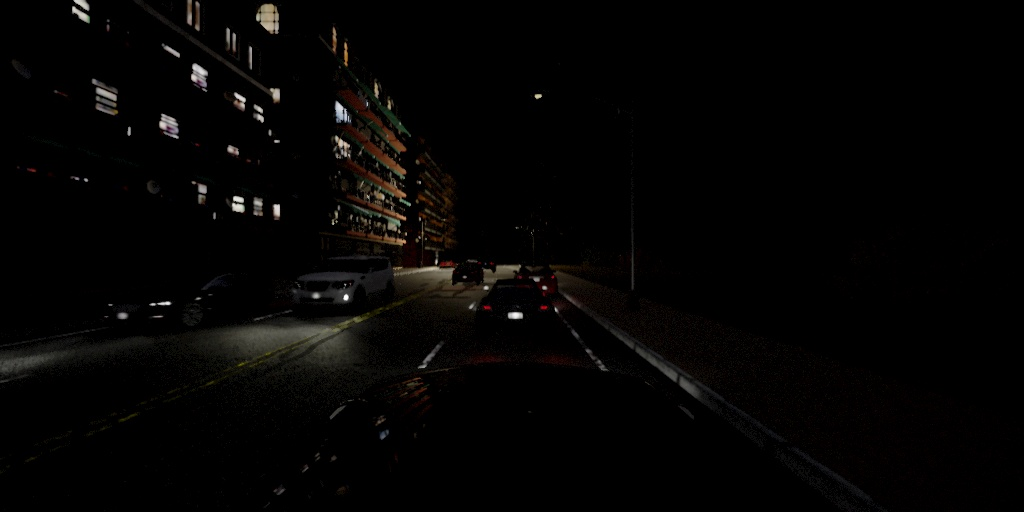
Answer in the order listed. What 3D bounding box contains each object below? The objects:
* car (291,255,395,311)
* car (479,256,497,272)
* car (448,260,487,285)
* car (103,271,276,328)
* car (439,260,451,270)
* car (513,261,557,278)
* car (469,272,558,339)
[{"bbox_3d":[-6.600,0.991,14.840,2.150,2.045,5.566,0,0,0],"label":"car"},{"bbox_3d":[-3.150,1.032,45.395,2.150,2.045,5.566,0,0,0],"label":"car"},{"bbox_3d":[-3.149,1.263,26.373,1.882,1.535,5.008,0,0,0],"label":"car"},{"bbox_3d":[-9.850,1.256,11.522,2.128,1.511,4.902,0,0,0],"label":"car"},{"bbox_3d":[-9.841,1.347,54.669,1.812,1.442,4.674,0,0,0],"label":"car"},{"bbox_3d":[1.138,1.126,18.765,2.097,1.767,4.553,0,0,0],"label":"car"},{"bbox_3d":[0.096,1.327,10.164,1.994,1.385,4.181,0,0,0],"label":"car"}]
